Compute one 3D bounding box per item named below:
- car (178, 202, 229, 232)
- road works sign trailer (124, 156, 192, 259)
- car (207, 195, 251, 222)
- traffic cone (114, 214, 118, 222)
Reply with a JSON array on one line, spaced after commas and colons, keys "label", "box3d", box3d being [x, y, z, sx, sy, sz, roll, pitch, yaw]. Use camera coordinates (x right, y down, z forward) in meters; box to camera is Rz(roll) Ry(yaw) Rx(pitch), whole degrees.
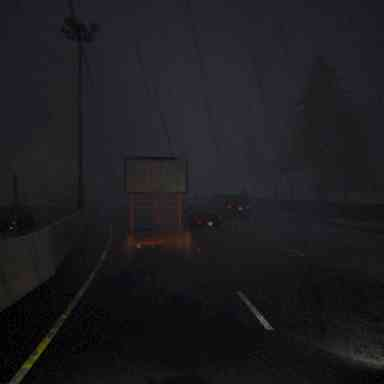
[{"label": "car", "box3d": [0.424, 1.523, 20.175, 1.812, 1.442, 4.674, 0, 0, -14]}, {"label": "road works sign trailer", "box3d": [-1.387, 0.463, 12.751, 2.380, 3.560, 2.880, 0, 0, -13]}, {"label": "car", "box3d": [2.589, 1.220, 25.705, 2.150, 2.045, 5.566, 0, 0, -16]}, {"label": "traffic cone", "box3d": [-5.747, 1.952, 25.091, 0.340, 0.580, 0.340, 0, 0, -13]}]
